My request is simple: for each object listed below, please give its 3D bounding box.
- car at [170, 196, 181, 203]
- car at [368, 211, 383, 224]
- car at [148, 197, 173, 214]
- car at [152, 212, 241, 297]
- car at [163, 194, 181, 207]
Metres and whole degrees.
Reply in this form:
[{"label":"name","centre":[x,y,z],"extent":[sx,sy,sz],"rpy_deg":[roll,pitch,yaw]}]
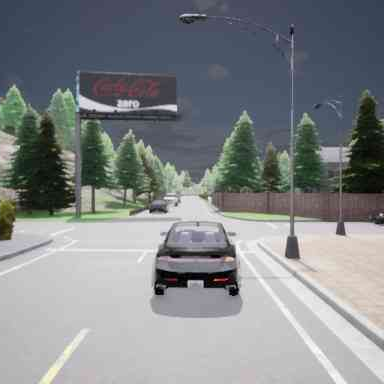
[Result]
[{"label":"car","centre":[-3.332,1.589,68.493],"extent":[1.994,1.385,4.181],"rpy_deg":[0,0,0]},{"label":"car","centre":[15.470,1.697,24.267],"extent":[4.892,1.490,1.837],"rpy_deg":[0,0,1]},{"label":"car","centre":[-3.508,1.571,36.021],"extent":[2.033,1.411,5.357],"rpy_deg":[0,0,0]},{"label":"car","centre":[0.149,1.498,8.621],"extent":[2.128,1.511,4.902],"rpy_deg":[0,0,2]},{"label":"car","centre":[-3.444,1.259,53.290],"extent":[2.150,2.045,5.566],"rpy_deg":[0,0,1]}]
